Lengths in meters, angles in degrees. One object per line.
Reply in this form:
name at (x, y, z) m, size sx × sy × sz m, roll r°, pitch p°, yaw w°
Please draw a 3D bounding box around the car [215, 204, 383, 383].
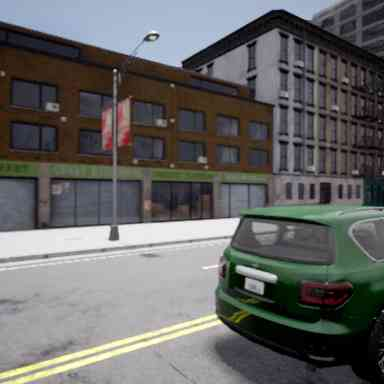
car at (2.944, 1.223, 5.564) m, size 5.566 × 2.045 × 2.150 m, roll 0°, pitch 0°, yaw -35°
